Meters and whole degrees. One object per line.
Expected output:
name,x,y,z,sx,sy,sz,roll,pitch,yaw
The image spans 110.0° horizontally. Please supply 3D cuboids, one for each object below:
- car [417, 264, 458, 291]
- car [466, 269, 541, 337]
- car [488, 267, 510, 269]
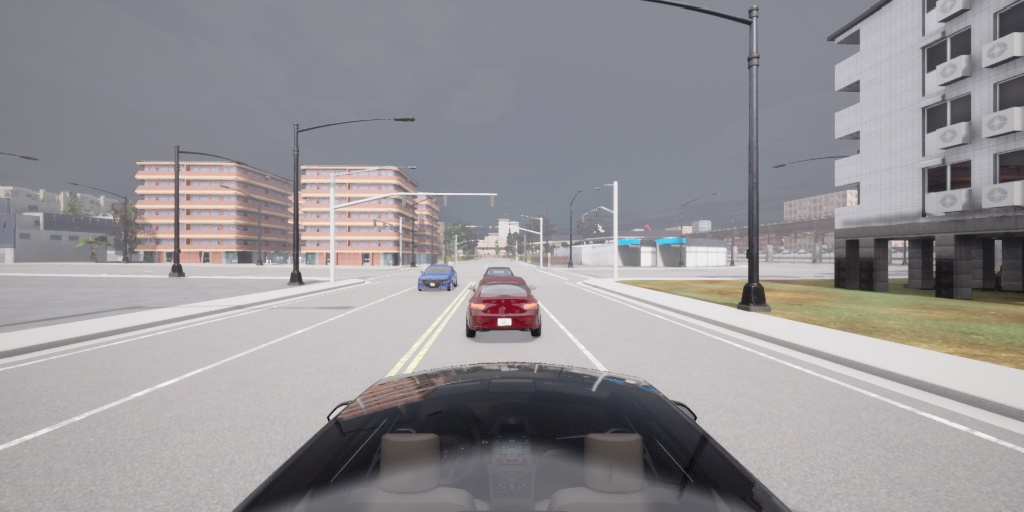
car,-4.442,1.275,21.963,1.882,1.535,5.008,0,0,-3
car,-0.269,1.276,10.154,1.812,1.442,4.674,0,0,-3
car,-0.728,1.299,19.727,2.033,1.411,5.357,0,0,-3
